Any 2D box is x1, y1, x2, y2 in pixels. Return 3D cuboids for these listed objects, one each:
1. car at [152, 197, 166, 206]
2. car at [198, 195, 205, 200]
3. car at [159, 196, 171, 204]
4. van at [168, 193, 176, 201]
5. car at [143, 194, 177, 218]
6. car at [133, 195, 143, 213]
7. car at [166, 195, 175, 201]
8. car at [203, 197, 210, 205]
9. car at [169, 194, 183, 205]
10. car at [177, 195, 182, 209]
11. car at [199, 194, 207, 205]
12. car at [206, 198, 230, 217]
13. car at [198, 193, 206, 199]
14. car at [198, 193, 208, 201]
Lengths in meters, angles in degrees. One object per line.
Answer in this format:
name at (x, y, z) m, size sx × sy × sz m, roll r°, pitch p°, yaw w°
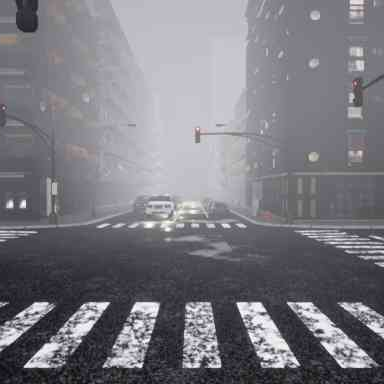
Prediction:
car at (-5.245, 1.563, 53.618) m, size 1.802 × 1.307 × 4.206 m, roll -1°, pitch 0°, yaw 0°
car at (2.693, 1.539, 92.327) m, size 1.802 × 1.307 × 4.206 m, roll -1°, pitch 0°, yaw 0°
car at (-5.228, 1.557, 64.692) m, size 1.802 × 1.307 × 4.206 m, roll -1°, pitch 0°, yaw 0°
van at (-5.198, 1.302, 86.841) m, size 1.690 × 1.788 × 3.998 m, roll -1°, pitch 0°, yaw 0°
car at (-2.810, 1.212, 30.395) m, size 2.150 × 2.045 × 5.566 m, roll 0°, pitch 0°, yaw 0°
car at (-5.273, 1.303, 37.006) m, size 2.192 × 1.841 × 5.009 m, roll -1°, pitch 0°, yaw 0°
car at (-5.204, 1.490, 81.134) m, size 1.752 × 1.417 × 4.829 m, roll -1°, pitch 0°, yaw 0°
car at (2.610, 1.539, 36.935) m, size 2.008 × 1.369 × 4.403 m, roll -1°, pitch 0°, yaw 0°
car at (-2.732, 1.330, 56.950) m, size 2.097 × 1.767 × 4.553 m, roll 0°, pitch 0°, yaw 0°
car at (-2.786, 1.476, 41.927) m, size 2.128 × 1.511 × 4.902 m, roll 0°, pitch 0°, yaw 0°
car at (2.643, 1.523, 59.092) m, size 1.887 × 1.381 × 4.507 m, roll -1°, pitch 0°, yaw 0°
car at (2.602, 1.572, 31.396) m, size 1.802 × 1.307 × 4.206 m, roll -1°, pitch 0°, yaw 0°
car at (2.669, 1.551, 75.709) m, size 1.802 × 1.307 × 4.206 m, roll -1°, pitch 0°, yaw 0°
car at (2.673, 1.280, 81.249) m, size 2.192 × 1.841 × 5.009 m, roll -1°, pitch 0°, yaw 0°
